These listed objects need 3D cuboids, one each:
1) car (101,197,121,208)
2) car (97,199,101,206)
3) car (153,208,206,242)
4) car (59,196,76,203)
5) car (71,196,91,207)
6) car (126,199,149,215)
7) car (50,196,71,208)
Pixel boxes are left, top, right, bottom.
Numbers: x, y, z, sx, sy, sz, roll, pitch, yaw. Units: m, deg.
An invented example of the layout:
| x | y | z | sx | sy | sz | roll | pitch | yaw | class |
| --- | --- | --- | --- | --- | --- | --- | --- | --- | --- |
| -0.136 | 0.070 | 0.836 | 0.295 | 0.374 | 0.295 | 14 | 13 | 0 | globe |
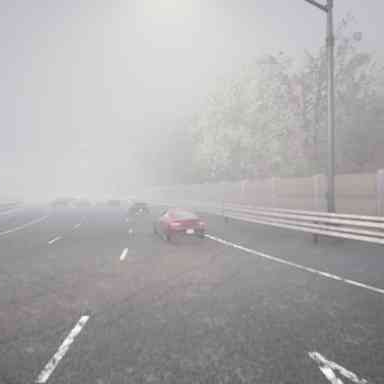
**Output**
| x | y | z | sx | sy | sz | roll | pitch | yaw | class |
| --- | --- | --- | --- | --- | --- | --- | --- | --- | --- |
| -11.975 | 1.507 | 49.926 | 1.882 | 1.535 | 5.008 | 0 | 0 | -24 | car |
| -14.149 | 1.565 | 54.436 | 1.812 | 1.442 | 4.674 | 0 | 0 | -31 | car |
| -0.725 | 1.515 | 16.426 | 1.812 | 1.442 | 4.674 | -1 | 0 | -17 | car |
| -27.456 | 1.585 | 73.381 | 1.882 | 1.535 | 5.008 | 0 | 0 | -42 | car |
| -17.571 | 1.627 | 53.181 | 1.994 | 1.385 | 4.181 | 0 | 0 | -31 | car |
| -5.626 | 1.507 | 34.166 | 1.837 | 1.490 | 4.892 | 0 | 0 | -18 | car |
| -20.578 | 1.435 | 51.390 | 2.097 | 1.767 | 4.553 | 0 | 0 | -31 | car |
